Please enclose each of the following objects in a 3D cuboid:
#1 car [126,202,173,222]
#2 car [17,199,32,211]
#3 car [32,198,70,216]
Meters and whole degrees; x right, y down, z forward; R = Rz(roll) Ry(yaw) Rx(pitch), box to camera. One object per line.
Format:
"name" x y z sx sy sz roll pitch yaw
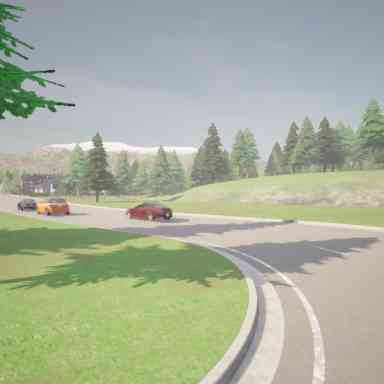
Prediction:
"car" -3.436 1.526 26.545 1.812 1.442 4.674 0 0 -45
"car" -19.924 1.547 40.348 2.033 1.411 5.357 0 0 -34
"car" -13.814 1.352 32.886 2.097 1.767 4.553 0 0 -40
